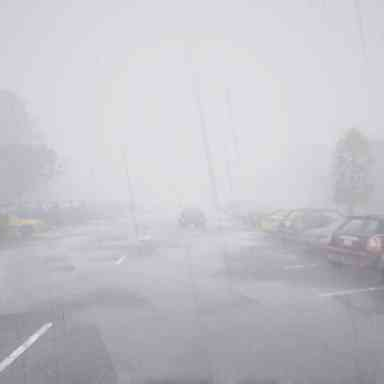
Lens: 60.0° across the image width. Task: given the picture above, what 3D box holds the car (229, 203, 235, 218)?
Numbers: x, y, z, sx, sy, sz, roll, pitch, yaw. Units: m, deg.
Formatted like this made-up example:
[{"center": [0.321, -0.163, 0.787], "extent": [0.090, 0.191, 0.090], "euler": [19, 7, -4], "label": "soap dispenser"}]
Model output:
[{"center": [6.276, 2.042, 30.617], "extent": [4.792, 1.488, 2.163], "euler": [1, -1, -20], "label": "car"}]

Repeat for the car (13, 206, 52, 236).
[{"center": [-11.262, 1.808, 19.355], "extent": [5.366, 1.575, 1.946], "euler": [0, -2, -20], "label": "car"}]

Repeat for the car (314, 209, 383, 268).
[{"center": [6.379, 1.474, 10.084], "extent": [4.553, 1.767, 2.185], "euler": [1, -1, -20], "label": "car"}]

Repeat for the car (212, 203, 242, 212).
[{"center": [6.006, 2.612, 57.121], "extent": [4.674, 1.452, 2.002], "euler": [1, -1, -21], "label": "car"}]

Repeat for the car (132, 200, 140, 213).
[{"center": [-11.055, 2.205, 49.352], "extent": [5.566, 2.045, 2.435], "euler": [0, -2, -19], "label": "car"}]

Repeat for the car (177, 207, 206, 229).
[{"center": [0.022, 2.029, 25.042], "extent": [1.895, 1.301, 4.718], "euler": [0, -1, 0], "label": "car"}]

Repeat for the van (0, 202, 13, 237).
[{"center": [-11.535, 1.524, 16.256], "extent": [4.442, 1.987, 1.878], "euler": [0, -1, -20], "label": "van"}]

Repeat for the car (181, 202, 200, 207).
[{"center": [0.263, 2.283, 42.192], "extent": [2.128, 1.511, 4.902], "euler": [0, -1, 6], "label": "car"}]

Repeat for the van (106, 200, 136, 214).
[{"center": [-11.127, 2.296, 52.295], "extent": [4.442, 1.987, 1.878], "euler": [0, -1, -19], "label": "van"}]

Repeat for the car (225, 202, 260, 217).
[{"center": [6.288, 2.075, 33.562], "extent": [5.008, 1.535, 2.097], "euler": [1, -1, -20], "label": "car"}]

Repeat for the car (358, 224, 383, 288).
[{"center": [6.407, 1.555, 7.152], "extent": [5.008, 1.535, 2.097], "euler": [1, -1, -20], "label": "car"}]

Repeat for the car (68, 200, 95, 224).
[{"center": [-11.460, 1.755, 28.296], "extent": [5.566, 2.045, 2.435], "euler": [0, -1, -20], "label": "car"}]

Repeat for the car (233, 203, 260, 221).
[{"center": [6.334, 1.951, 27.691], "extent": [5.008, 1.535, 2.097], "euler": [1, -1, -20], "label": "car"}]

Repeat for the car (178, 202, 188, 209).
[{"center": [-1.867, 2.740, 68.852], "extent": [1.895, 1.301, 4.718], "euler": [0, 1, -1], "label": "car"}]

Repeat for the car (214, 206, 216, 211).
[{"center": [6.148, 2.415, 48.286], "extent": [4.792, 1.488, 2.163], "euler": [1, -2, -21], "label": "car"}]

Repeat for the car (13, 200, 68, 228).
[{"center": [-11.475, 1.626, 22.278], "extent": [5.566, 2.045, 2.435], "euler": [0, -1, -20], "label": "car"}]

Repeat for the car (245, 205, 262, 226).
[{"center": [6.355, 1.828, 21.825], "extent": [4.892, 1.521, 2.231], "euler": [1, -2, -20], "label": "car"}]

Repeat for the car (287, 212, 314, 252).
[{"center": [6.405, 1.690, 13.014], "extent": [4.674, 1.452, 2.002], "euler": [1, -1, -20], "label": "car"}]

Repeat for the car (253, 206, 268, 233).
[{"center": [6.372, 1.765, 18.888], "extent": [5.008, 1.535, 2.097], "euler": [1, -2, -20], "label": "car"}]

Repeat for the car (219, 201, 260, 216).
[{"center": [6.079, 2.130, 36.432], "extent": [5.366, 1.575, 1.946], "euler": [1, -1, -20], "label": "car"}]

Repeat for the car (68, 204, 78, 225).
[{"center": [-11.444, 1.942, 25.287], "extent": [4.892, 1.521, 2.231], "euler": [0, -1, -20], "label": "car"}]

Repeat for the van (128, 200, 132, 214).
[{"center": [-11.035, 2.166, 46.382], "extent": [4.442, 1.987, 1.878], "euler": [0, -2, -19], "label": "van"}]

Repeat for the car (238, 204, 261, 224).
[{"center": [6.341, 1.890, 24.757], "extent": [4.892, 1.521, 2.231], "euler": [1, -2, -20], "label": "car"}]

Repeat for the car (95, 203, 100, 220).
[{"center": [-11.427, 2.100, 31.304], "extent": [4.792, 1.488, 2.163], "euler": [0, -1, -19], "label": "car"}]

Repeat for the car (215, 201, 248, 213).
[{"center": [6.056, 2.321, 51.219], "extent": [4.553, 1.767, 2.185], "euler": [1, -2, -21], "label": "car"}]

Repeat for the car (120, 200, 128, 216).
[{"center": [-11.175, 2.202, 43.345], "extent": [4.553, 1.767, 2.185], "euler": [0, -1, -19], "label": "car"}]

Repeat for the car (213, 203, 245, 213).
[{"center": [6.019, 2.538, 54.160], "extent": [4.792, 1.488, 2.163], "euler": [1, -1, -21], "label": "car"}]

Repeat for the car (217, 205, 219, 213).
[{"center": [6.199, 2.260, 42.375], "extent": [5.008, 1.535, 2.097], "euler": [1, -1, -21], "label": "car"}]

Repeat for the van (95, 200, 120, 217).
[{"center": [-11.376, 2.039, 40.295], "extent": [4.442, 1.987, 1.878], "euler": [0, -1, -19], "label": "van"}]

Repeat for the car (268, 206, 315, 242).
[{"center": [6.362, 1.580, 15.950], "extent": [4.553, 1.767, 2.185], "euler": [1, -1, -20], "label": "car"}]

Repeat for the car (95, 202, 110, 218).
[{"center": [-11.373, 2.136, 34.324], "extent": [4.892, 1.521, 2.231], "euler": [0, -2, -19], "label": "car"}]

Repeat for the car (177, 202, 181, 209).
[{"center": [-1.699, 2.643, 59.047], "extent": [2.128, 1.511, 4.902], "euler": [0, -1, -1], "label": "car"}]

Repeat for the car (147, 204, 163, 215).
[{"center": [-5.098, 2.439, 46.582], "extent": [2.033, 1.411, 5.357], "euler": [0, -1, 0], "label": "car"}]
